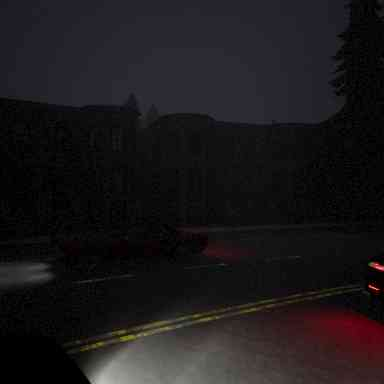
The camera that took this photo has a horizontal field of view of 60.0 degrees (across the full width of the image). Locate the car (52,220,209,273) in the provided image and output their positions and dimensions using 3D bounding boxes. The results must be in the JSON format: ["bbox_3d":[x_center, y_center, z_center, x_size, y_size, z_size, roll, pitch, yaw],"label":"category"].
[{"bbox_3d":[-1.916,1.601,10.668,4.718,1.301,1.895,0,0,-28],"label":"car"}]

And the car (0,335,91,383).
[{"bbox_3d":[-3.077,1.547,1.388,5.357,1.411,2.033,0,0,-37],"label":"car"}]

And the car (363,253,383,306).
[{"bbox_3d":[5.464,1.492,6.218,4.902,1.511,2.128,0,0,-24],"label":"car"}]
